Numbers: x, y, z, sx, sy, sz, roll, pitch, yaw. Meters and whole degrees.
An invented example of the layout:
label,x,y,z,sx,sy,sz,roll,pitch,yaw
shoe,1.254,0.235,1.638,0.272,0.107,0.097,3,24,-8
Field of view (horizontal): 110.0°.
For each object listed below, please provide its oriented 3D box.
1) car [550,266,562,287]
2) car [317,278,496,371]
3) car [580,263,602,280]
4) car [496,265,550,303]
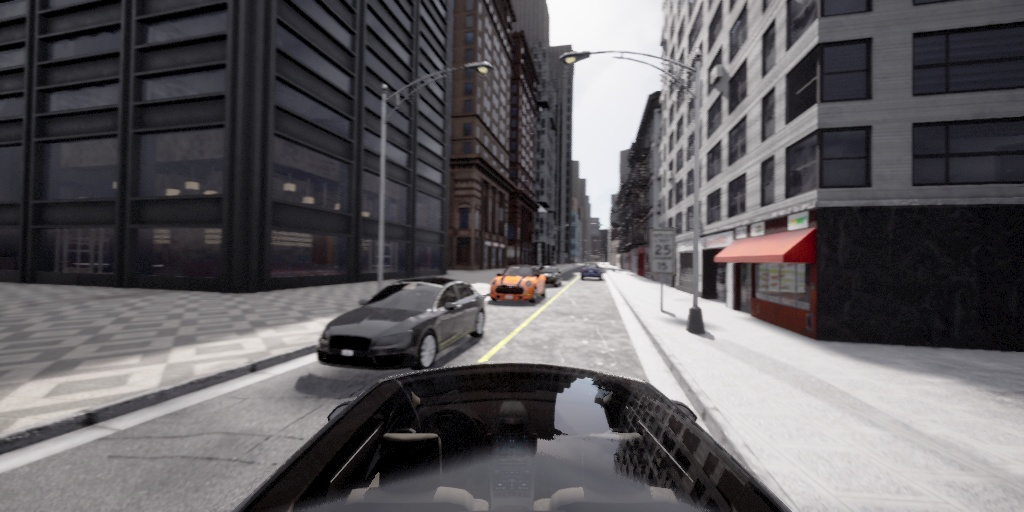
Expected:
label,x,y,z,sx,sy,sz,roll,pitch,yaw
car,2.785,1.521,27.882,1.837,1.490,4.892,1,0,14
car,-1.985,1.276,7.920,1.837,1.490,4.892,1,0,13
car,8.276,1.533,37.322,2.097,1.767,4.553,1,0,14
car,0.403,1.246,17.924,2.097,1.767,4.553,1,0,14
